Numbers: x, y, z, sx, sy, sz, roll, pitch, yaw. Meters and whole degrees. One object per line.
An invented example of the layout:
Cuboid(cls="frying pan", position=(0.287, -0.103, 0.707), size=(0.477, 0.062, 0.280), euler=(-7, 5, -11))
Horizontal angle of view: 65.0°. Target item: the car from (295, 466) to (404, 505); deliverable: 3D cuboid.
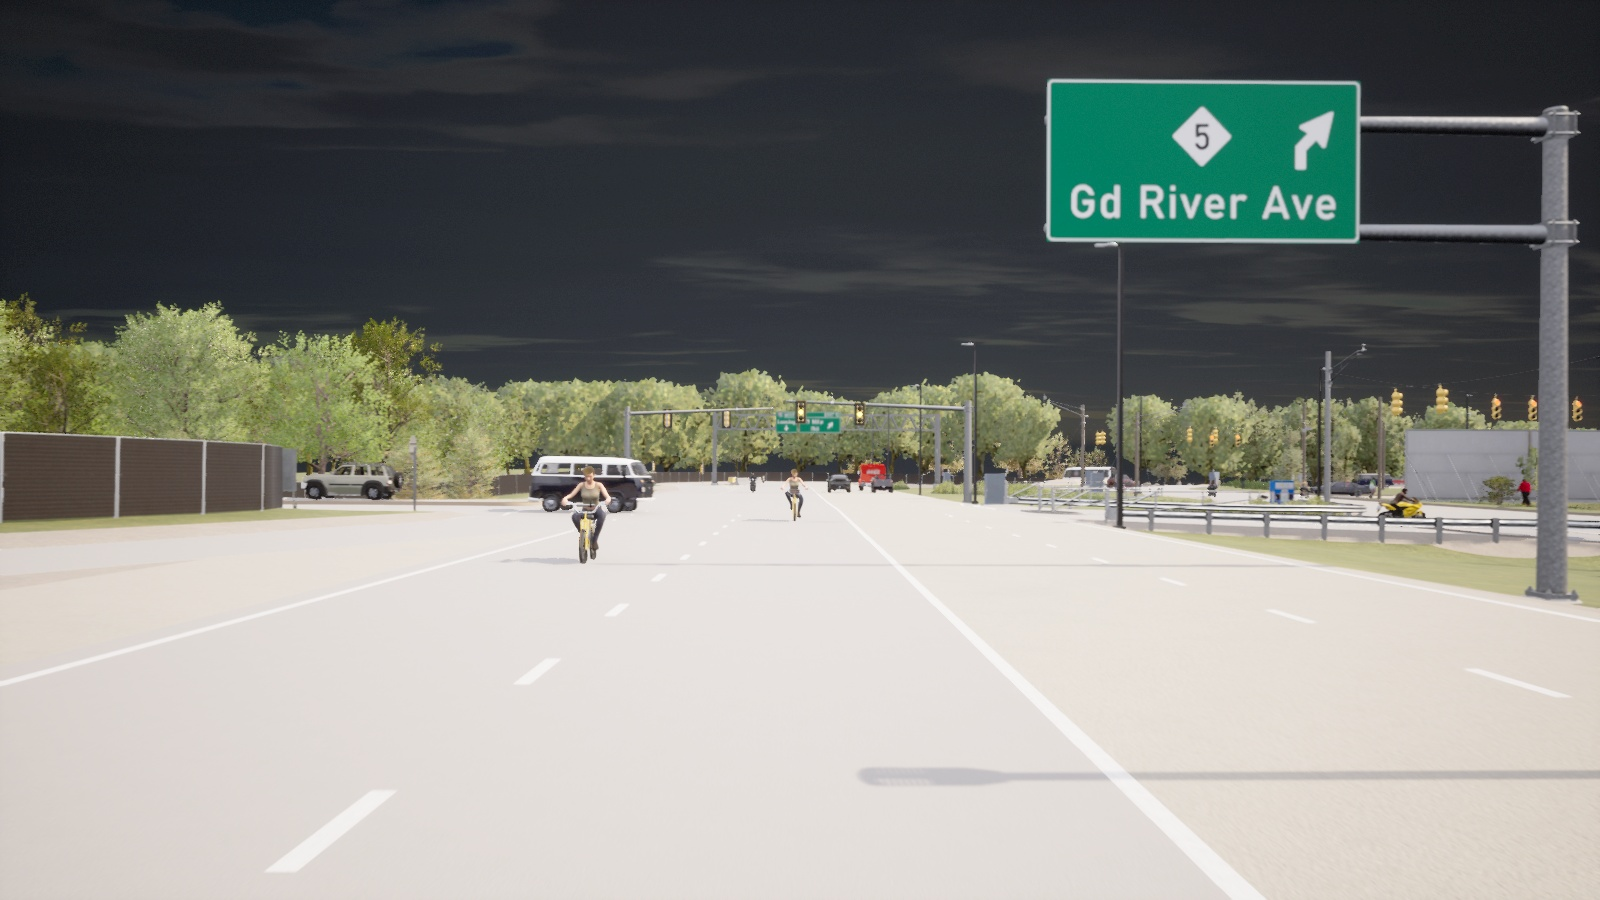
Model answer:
Cuboid(cls="car", position=(-22.045, 1.703, 61.573), size=(4.605, 1.855, 1.932), euler=(0, -1, 0))

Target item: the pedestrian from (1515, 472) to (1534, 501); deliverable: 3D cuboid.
Cuboid(cls="pedestrian", position=(46.261, 2.311, 80.187), size=(0.634, 1.844, 0.899), euler=(0, 0, -7))

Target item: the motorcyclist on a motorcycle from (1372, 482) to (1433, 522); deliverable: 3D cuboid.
Cuboid(cls="motorcyclist on a motorcycle", position=(24.269, 2.099, 50.615), size=(2.044, 1.523, 0.797), euler=(-2, 0, -3))

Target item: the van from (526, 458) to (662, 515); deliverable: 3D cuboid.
Cuboid(cls="van", position=(-7.547, 1.327, 46.163), size=(4.480, 2.038, 2.069), euler=(0, -1, 12))

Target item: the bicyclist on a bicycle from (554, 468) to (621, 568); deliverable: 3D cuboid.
Cuboid(cls="bicyclist on a bicycle", position=(-3.550, 1.110, 21.103), size=(0.866, 1.612, 1.509), euler=(0, -1, 0))
